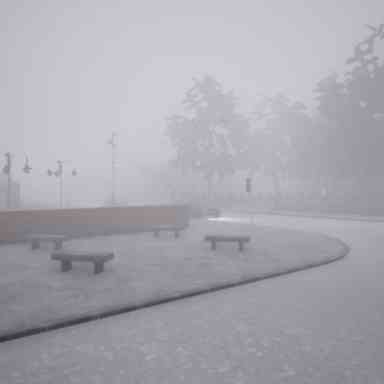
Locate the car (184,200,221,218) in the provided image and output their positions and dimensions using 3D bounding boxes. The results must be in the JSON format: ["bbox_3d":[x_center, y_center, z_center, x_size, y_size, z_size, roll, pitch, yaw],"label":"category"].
[{"bbox_3d":[0.571,1.390,27.942,1.994,1.385,4.181,-1,0,-36],"label":"car"}]

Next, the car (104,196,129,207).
[{"bbox_3d":[-9.765,1.335,42.542,1.837,1.490,4.892,-1,0,-35],"label":"car"}]

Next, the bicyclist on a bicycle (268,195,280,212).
[{"bbox_3d":[7.904,1.086,32.111,1.656,1.620,0.582,-1,1,-36],"label":"bicyclist on a bicycle"}]
